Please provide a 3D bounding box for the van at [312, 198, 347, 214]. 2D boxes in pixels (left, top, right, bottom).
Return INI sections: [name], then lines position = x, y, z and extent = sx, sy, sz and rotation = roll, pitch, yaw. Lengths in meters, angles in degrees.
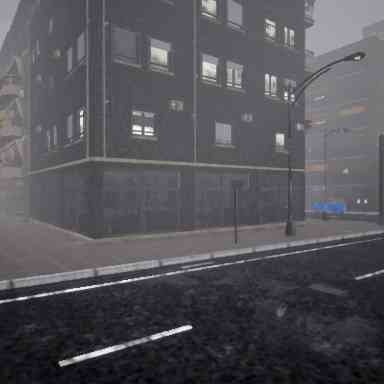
[van]
position = 16.027, 1.605, 38.923
extent = 1.690, 1.788, 3.998
rotation = -1, 0, -36
